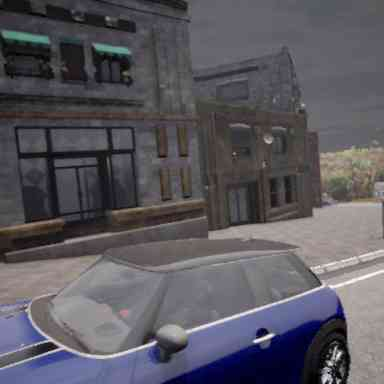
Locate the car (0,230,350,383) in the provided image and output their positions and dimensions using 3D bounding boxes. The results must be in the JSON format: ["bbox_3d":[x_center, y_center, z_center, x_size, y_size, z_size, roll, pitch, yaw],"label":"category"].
[{"bbox_3d":[-0.381,1.365,3.442,4.553,1.767,2.097,1,0,-37],"label":"car"}]

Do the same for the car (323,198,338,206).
[{"bbox_3d":[30.080,2.198,73.401,2.097,1.767,4.553,-6,-2,-10],"label":"car"}]
